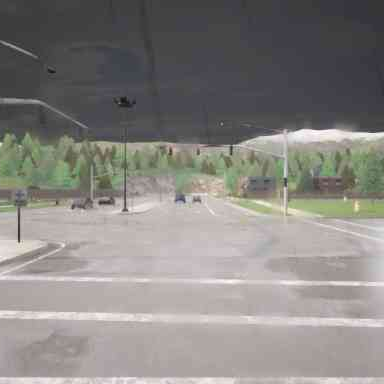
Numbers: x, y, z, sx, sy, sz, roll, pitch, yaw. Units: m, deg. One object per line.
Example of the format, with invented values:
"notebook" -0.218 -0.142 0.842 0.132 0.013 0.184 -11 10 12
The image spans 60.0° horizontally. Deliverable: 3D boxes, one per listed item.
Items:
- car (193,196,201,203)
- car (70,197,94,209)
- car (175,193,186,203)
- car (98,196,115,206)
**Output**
"car" 1.022 1.547 69.888 2.033 1.411 5.357 0 0 1
"car" -14.540 1.505 44.251 1.837 1.490 4.892 0 0 1
"car" -2.489 1.223 70.398 2.150 2.045 5.566 0 0 1
"car" -14.345 1.478 55.914 1.882 1.535 5.008 0 0 1
